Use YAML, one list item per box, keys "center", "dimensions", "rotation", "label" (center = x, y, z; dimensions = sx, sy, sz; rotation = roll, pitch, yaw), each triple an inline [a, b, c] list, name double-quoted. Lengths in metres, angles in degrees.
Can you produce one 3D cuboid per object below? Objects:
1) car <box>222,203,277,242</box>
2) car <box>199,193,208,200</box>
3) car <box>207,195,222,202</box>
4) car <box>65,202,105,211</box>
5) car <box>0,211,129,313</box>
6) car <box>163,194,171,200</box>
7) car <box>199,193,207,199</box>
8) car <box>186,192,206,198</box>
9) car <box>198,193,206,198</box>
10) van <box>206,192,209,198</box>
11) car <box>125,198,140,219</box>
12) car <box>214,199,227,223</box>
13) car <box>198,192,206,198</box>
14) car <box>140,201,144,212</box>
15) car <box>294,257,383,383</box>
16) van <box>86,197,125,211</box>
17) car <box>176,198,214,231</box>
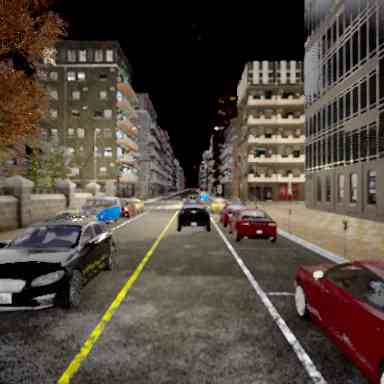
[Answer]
- center: [2.700, 1.446, 15.546]
  dimensions: [1.887, 1.381, 4.507]
  rotation: [1, 0, 0]
  label: "car"
- center: [2.705, 1.014, 76.060]
  dimensions: [1.887, 1.381, 4.507]
  rotation: [1, 0, 0]
  label: "car"
- center: [2.701, 1.314, 32.566]
  dimensions: [1.752, 1.417, 4.829]
  rotation: [1, 0, 0]
  label: "car"
- center: [-5.681, 1.427, 15.403]
  dimensions: [1.752, 1.417, 4.829]
  rotation: [1, 0, 0]
  label: "car"
- center: [-3.099, 1.442, 7.831]
  dimensions: [2.128, 1.511, 4.902]
  rotation: [0, 0, 0]
  label: "car"
- center: [-5.675, 1.051, 76.117]
  dimensions: [1.802, 1.307, 4.206]
  rotation: [1, 0, 0]
  label: "car"
- center: [2.706, 0.991, 81.731]
  dimensions: [1.947, 1.339, 4.313]
  rotation: [1, 0, 0]
  label: "car"
- center: [0.122, 1.124, 35.042]
  dimensions: [2.097, 1.767, 4.553]
  rotation: [0, 0, 1]
  label: "car"
- center: [2.707, 0.884, 93.072]
  dimensions: [2.008, 1.369, 4.403]
  rotation: [1, 0, 0]
  label: "car"
- center: [2.708, 0.854, 70.387]
  dimensions: [1.690, 1.788, 3.998]
  rotation: [1, 0, 0]
  label: "van"
- center: [-5.678, 1.268, 26.799]
  dimensions: [1.967, 1.590, 4.097]
  rotation: [1, 0, 0]
  label: "car"
- center: [2.700, 1.409, 21.163]
  dimensions: [1.887, 1.381, 4.507]
  rotation: [1, 0, 0]
  label: "car"
- center: [2.708, 0.819, 87.400]
  dimensions: [1.967, 1.590, 4.097]
  rotation: [1, 0, 0]
  label: "car"
- center: [-5.679, 1.317, 32.244]
  dimensions: [1.752, 1.417, 4.829]
  rotation: [1, 0, 0]
  label: "car"
- center: [2.698, 1.518, 4.311]
  dimensions: [1.887, 1.381, 4.507]
  rotation: [1, 0, 0]
  label: "car"
- center: [-5.678, 1.206, 21.185]
  dimensions: [1.690, 1.788, 3.998]
  rotation: [1, 0, 0]
  label: "van"
- center: [0.101, 1.380, 19.754]
  dimensions: [1.837, 1.490, 4.892]
  rotation: [0, 1, 0]
  label: "car"
